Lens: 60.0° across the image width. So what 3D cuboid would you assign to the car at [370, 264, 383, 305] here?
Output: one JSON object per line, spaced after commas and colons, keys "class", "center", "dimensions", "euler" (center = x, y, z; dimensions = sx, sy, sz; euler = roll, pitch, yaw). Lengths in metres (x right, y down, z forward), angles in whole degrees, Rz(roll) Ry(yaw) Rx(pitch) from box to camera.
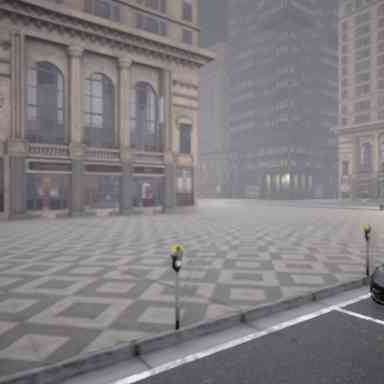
{"class": "car", "center": [5.427, 1.562, 6.826], "dimensions": [4.313, 1.339, 1.947], "euler": [0, 0, -35]}
